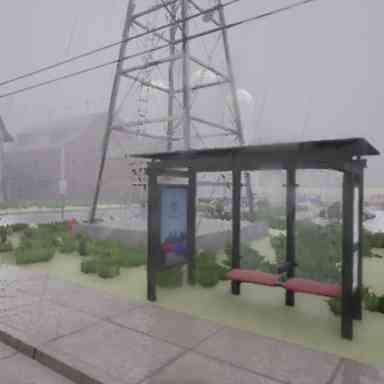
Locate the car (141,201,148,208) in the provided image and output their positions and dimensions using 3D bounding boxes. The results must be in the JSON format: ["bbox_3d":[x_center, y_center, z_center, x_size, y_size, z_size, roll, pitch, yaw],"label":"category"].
[{"bbox_3d":[-3.885,1.308,39.928,1.895,1.301,4.718,1,0,34],"label":"car"}]

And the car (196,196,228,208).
[{"bbox_3d":[0.961,1.304,32.551,4.193,1.474,1.816,1,0,35],"label":"car"}]

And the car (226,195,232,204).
[{"bbox_3d":[5.719,1.217,53.810,1.895,1.301,4.718,1,0,34],"label":"car"}]

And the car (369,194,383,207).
[{"bbox_3d":[24.864,1.244,44.799,4.605,1.855,1.932,1,0,35],"label":"car"}]

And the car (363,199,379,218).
[{"bbox_3d":[12.219,1.462,26.213,3.905,1.438,1.784,1,0,35],"label":"car"}]
